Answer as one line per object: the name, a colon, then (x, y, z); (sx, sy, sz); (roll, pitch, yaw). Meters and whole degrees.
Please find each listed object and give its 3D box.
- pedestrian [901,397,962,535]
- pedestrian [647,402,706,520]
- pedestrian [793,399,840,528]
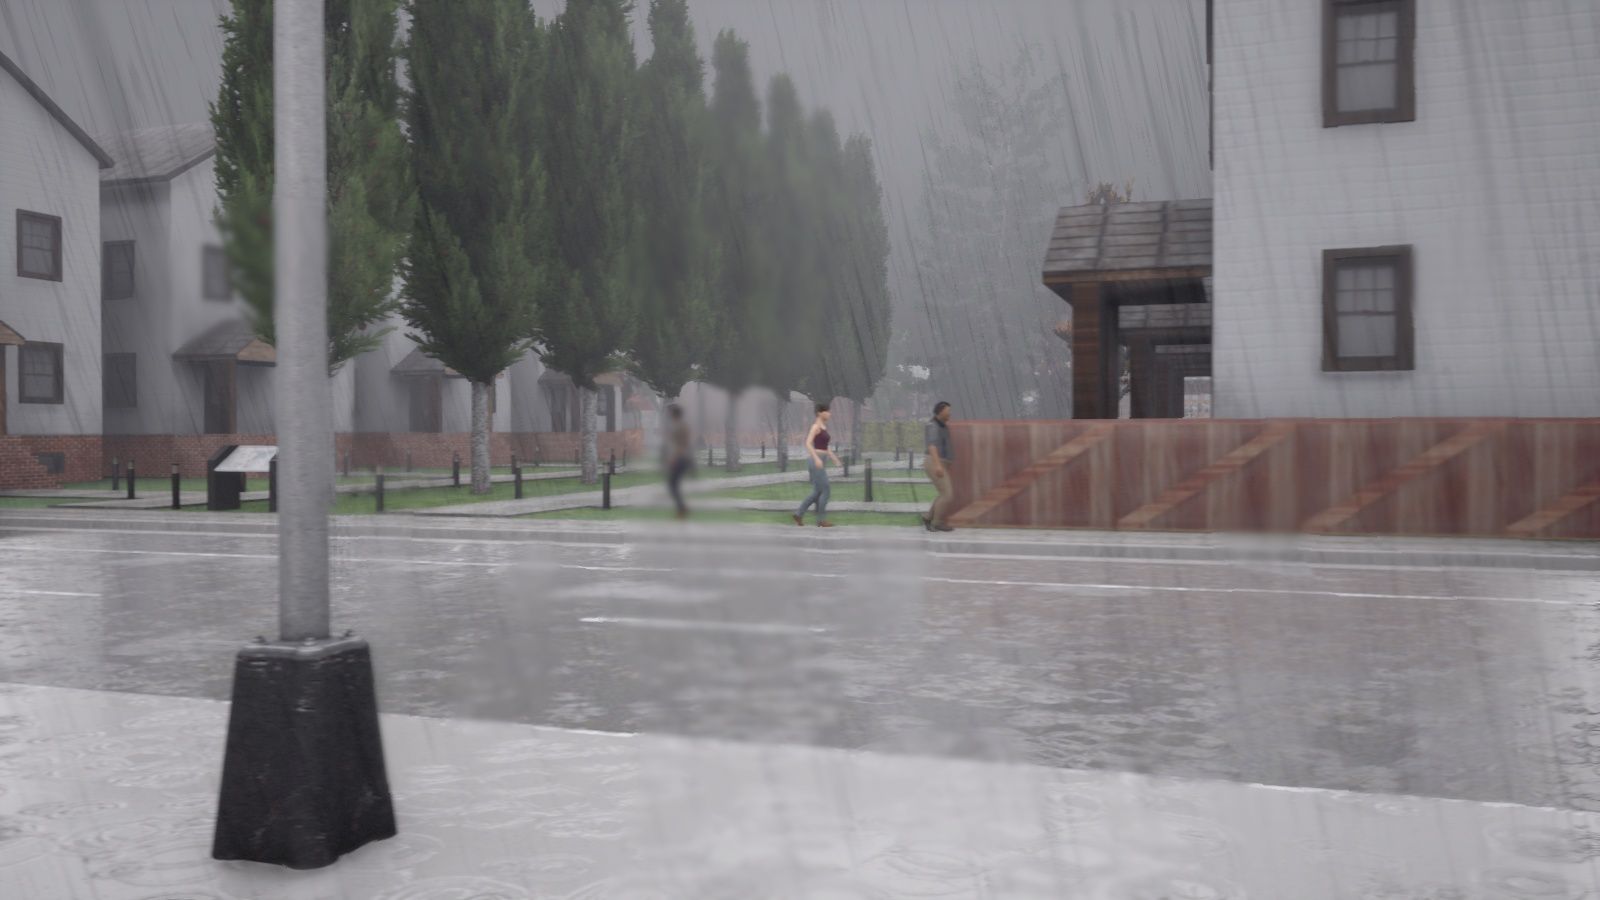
pedestrian: (1.800, 0.213, 17.207); (0.694, 1.848, 0.540); (1, 1, 24)
pedestrian: (-1.931, 0.163, 19.632); (0.869, 1.805, 0.328); (1, 1, 21)
pedestrian: (0.237, 0.189, 18.252); (0.594, 1.836, 0.345); (1, 1, 18)
